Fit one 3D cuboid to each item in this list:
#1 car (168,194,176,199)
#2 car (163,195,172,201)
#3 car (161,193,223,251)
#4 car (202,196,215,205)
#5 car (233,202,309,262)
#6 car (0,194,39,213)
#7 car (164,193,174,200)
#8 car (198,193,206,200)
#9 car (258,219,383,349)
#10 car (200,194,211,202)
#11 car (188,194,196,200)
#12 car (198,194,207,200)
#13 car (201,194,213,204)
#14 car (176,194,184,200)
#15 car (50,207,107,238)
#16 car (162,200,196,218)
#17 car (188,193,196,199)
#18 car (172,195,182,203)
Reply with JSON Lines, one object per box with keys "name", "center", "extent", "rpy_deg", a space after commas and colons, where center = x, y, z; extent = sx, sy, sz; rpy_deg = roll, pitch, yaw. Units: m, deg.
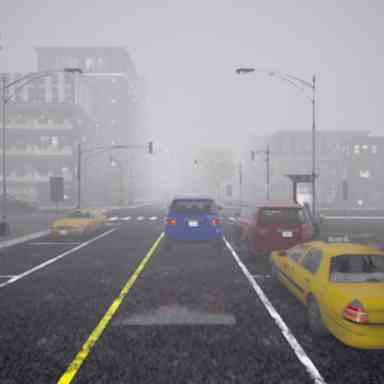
{"name": "car", "center": [-5.711, 1.287, 95.144], "extent": [2.008, 1.369, 4.403], "rpy_deg": [0, 0, 0]}
{"name": "car", "center": [-5.708, 1.343, 78.054], "extent": [1.802, 1.307, 4.206], "rpy_deg": [0, 0, 0]}
{"name": "car", "center": [0.096, 1.165, 13.958], "extent": [2.150, 2.045, 5.566], "rpy_deg": [0, 0, 1]}
{"name": "car", "center": [2.678, 1.362, 55.266], "extent": [2.008, 1.369, 4.403], "rpy_deg": [0, 0, 0]}
{"name": "car", "center": [2.687, 1.268, 11.775], "extent": [2.192, 1.841, 5.009], "rpy_deg": [0, 0, 0]}
{"name": "car", "center": [-17.280, 1.138, 31.544], "extent": [5.009, 1.841, 2.192], "rpy_deg": [0, 0, 0]}
{"name": "car", "center": [-5.709, 1.066, 83.750], "extent": [2.192, 1.841, 5.009], "rpy_deg": [0, 0, 0]}
{"name": "car", "center": [2.671, 1.184, 89.447], "extent": [1.967, 1.590, 4.097], "rpy_deg": [0, 0, 0]}
{"name": "car", "center": [2.688, 1.500, 6.406], "extent": [1.752, 1.417, 4.829], "rpy_deg": [0, 0, 0]}
{"name": "car", "center": [2.675, 1.225, 66.659], "extent": [1.967, 1.590, 4.097], "rpy_deg": [0, 0, 0]}
{"name": "car", "center": [-0.016, 1.272, 82.448], "extent": [1.812, 1.442, 4.674], "rpy_deg": [0, 0, 0]}
{"name": "car", "center": [2.672, 1.302, 83.750], "extent": [2.008, 1.369, 4.403], "rpy_deg": [0, 0, 0]}
{"name": "car", "center": [2.677, 1.238, 60.963], "extent": [1.967, 1.590, 4.097], "rpy_deg": [0, 0, 0]}
{"name": "car", "center": [-3.017, 1.239, 82.828], "extent": [1.837, 1.490, 4.892], "rpy_deg": [0, 0, 0]}
{"name": "car", "center": [-5.695, 1.457, 17.144], "extent": [1.752, 1.417, 4.829], "rpy_deg": [0, 0, 0]}
{"name": "car", "center": [-1.275, 1.483, 30.183], "extent": [1.895, 1.301, 4.718], "rpy_deg": [0, 0, -18]}
{"name": "car", "center": [-0.018, 1.176, 92.455], "extent": [2.128, 1.511, 4.902], "rpy_deg": [0, 0, 0]}
{"name": "car", "center": [-3.020, 1.310, 66.496], "extent": [1.812, 1.442, 4.674], "rpy_deg": [0, 0, 0]}
